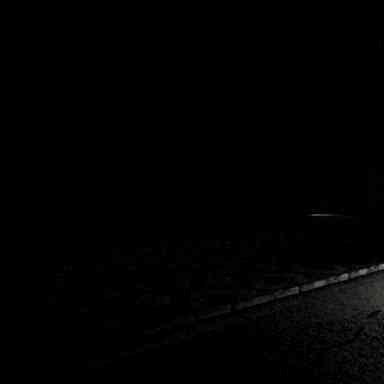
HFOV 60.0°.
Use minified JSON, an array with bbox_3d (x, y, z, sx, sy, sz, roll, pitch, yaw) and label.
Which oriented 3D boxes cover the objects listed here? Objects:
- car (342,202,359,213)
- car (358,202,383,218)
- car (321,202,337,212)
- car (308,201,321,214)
[{"bbox_3d":[19.350,1.761,37.765,1.887,1.381,4.507,0,0,-36],"label":"car"},{"bbox_3d":[17.908,1.710,29.641,1.895,1.301,4.718,1,-1,-37],"label":"car"},{"bbox_3d":[15.957,1.800,42.462,1.752,1.417,4.829,0,0,-36],"label":"car"},{"bbox_3d":[11.753,1.720,38.122,1.837,1.490,4.892,1,-1,-36],"label":"car"}]
